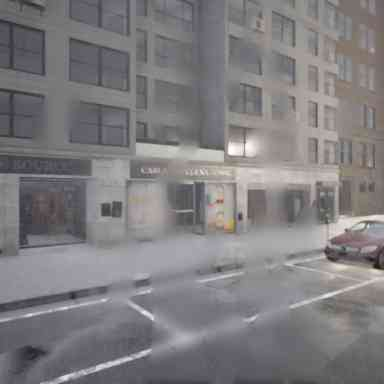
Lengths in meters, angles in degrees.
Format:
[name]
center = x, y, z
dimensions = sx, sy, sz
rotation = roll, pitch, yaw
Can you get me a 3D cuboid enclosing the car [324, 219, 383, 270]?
[car]
center = 6.108, 1.576, 10.930
dimensions = 4.206, 1.307, 1.802
rotation = 0, 0, -36
